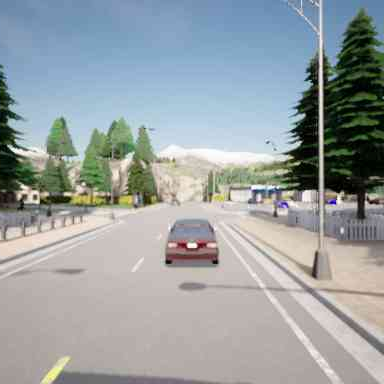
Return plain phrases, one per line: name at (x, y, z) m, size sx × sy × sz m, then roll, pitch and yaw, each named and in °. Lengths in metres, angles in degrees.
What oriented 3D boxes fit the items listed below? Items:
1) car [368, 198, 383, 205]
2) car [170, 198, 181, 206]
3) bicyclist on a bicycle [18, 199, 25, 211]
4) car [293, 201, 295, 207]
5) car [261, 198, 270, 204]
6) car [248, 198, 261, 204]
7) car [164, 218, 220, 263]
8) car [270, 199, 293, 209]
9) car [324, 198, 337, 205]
car at (39.109, 2.021, 70.263) m, size 2.007 × 1.523 × 4.514 m, roll 0°, pitch -1°, yaw 0°
car at (-3.493, 2.070, 69.621) m, size 2.097 × 1.767 × 4.553 m, roll 0°, pitch -1°, yaw 0°
bicyclist on a bicycle at (-21.782, 1.722, 42.500) m, size 0.582 × 1.620 × 1.656 m, roll 0°, pitch 0°, yaw 1°
car at (17.015, 1.996, 59.533) m, size 1.970 × 1.475 × 3.806 m, roll 0°, pitch -1°, yaw 0°
car at (17.349, 2.134, 78.195) m, size 2.152 × 1.636 × 5.027 m, roll 0°, pitch -1°, yaw 0°
car at (14.211, 2.143, 78.174) m, size 2.007 × 1.523 × 4.514 m, roll 0°, pitch -1°, yaw 0°
car at (0.008, 1.677, 12.503) m, size 2.033 × 1.411 × 5.357 m, roll 0°, pitch -1°, yaw 0°
car at (13.961, 1.910, 52.142) m, size 1.845 × 1.501 × 3.633 m, roll 0°, pitch -1°, yaw 0°
car at (29.117, 2.044, 70.404) m, size 1.845 × 1.501 × 3.633 m, roll 0°, pitch -1°, yaw 0°
